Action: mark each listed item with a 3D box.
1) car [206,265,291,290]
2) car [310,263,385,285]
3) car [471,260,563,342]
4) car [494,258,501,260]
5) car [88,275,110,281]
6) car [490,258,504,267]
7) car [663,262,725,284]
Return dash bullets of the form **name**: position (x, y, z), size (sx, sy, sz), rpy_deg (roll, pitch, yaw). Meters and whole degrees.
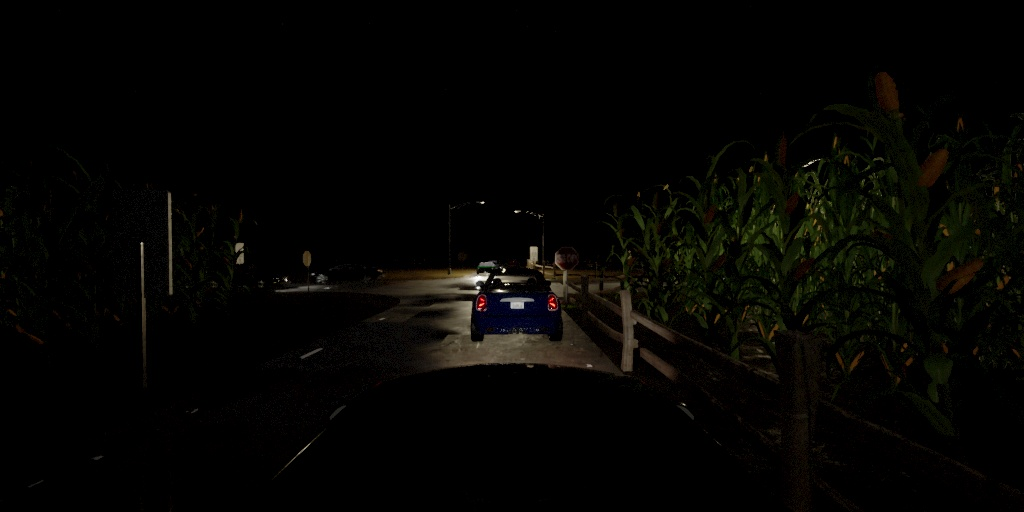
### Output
- **car**: position (-16.559, 1.289, 22.466), size (4.892, 1.490, 1.837), rpy_deg (0, 1, 0)
- **car**: position (-11.597, 1.222, 25.441), size (4.902, 1.511, 2.128), rpy_deg (0, 1, -6)
- **car**: position (0.058, 1.098, 9.972), size (2.097, 1.767, 4.553), rpy_deg (0, 0, -2)
- **car**: position (-2.742, 1.268, 50.487), size (1.994, 1.385, 4.181), rpy_deg (0, 0, 0)
- **car**: position (-25.463, 1.370, 22.498), size (4.181, 1.385, 1.994), rpy_deg (0, 1, 1)
- **car**: position (-2.679, 1.178, 64.822), size (2.128, 1.511, 4.902), rpy_deg (0, 0, 1)
- **car**: position (12.824, 1.187, 25.334), size (5.008, 1.535, 1.882), rpy_deg (0, 1, -2)
